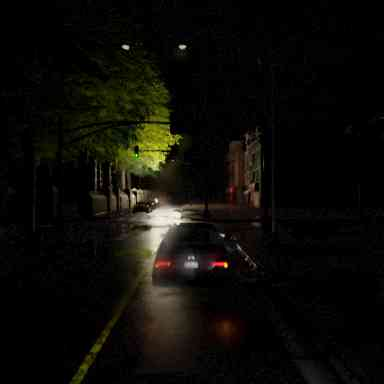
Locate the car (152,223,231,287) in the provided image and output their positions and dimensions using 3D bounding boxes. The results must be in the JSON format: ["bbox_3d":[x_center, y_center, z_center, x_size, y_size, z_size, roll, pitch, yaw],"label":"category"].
[{"bbox_3d":[0.003,1.583,9.465,2.033,1.411,5.357,0,0,0],"label":"car"}]

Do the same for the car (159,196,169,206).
[{"bbox_3d":[-5.837,1.872,61.347,1.802,1.307,4.206,1,0,-1],"label":"car"}]

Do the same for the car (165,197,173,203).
[{"bbox_3d":[-6.127,2.023,88.427,1.752,1.417,4.829,1,-1,-1],"label":"car"}]

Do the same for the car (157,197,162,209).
[{"bbox_3d":[-5.661,1.746,44.998,2.008,1.369,4.403,1,0,-1],"label":"car"}]

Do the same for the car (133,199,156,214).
[{"bbox_3d":[-5.612,1.710,37.863,2.008,1.369,4.403,1,0,-1],"label":"car"}]

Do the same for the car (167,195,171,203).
[{"bbox_3d":[-5.890,1.642,66.799,2.192,1.841,5.009,1,0,-1],"label":"car"}]

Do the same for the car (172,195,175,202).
[{"bbox_3d":[-6.068,1.892,83.147,1.967,1.590,4.097,1,0,-1],"label":"car"}]

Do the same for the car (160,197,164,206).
[{"bbox_3d":[-5.720,1.790,50.448,1.947,1.339,4.313,1,0,-1],"label":"car"}]
